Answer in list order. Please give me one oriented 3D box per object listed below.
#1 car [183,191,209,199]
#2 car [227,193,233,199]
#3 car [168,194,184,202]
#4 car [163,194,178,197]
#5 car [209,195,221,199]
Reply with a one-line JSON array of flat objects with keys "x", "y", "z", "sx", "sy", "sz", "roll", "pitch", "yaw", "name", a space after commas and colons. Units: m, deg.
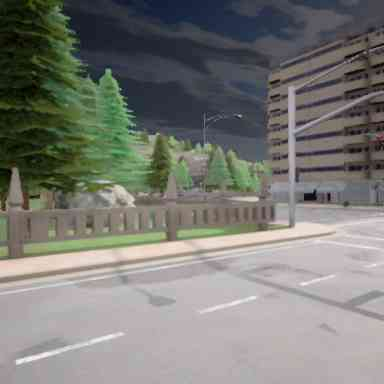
[{"x": 0.164, "y": 0.945, "z": 46.388, "sx": 2.150, "sy": 2.045, "sz": 5.566, "roll": -1, "pitch": 1, "yaw": -13, "name": "car"}, {"x": 7.657, "y": 1.067, "z": 74.613, "sx": 2.128, "sy": 1.511, "sz": 4.902, "roll": 0, "pitch": 0, "yaw": 32, "name": "car"}, {"x": -3.172, "y": 1.145, "z": 66.559, "sx": 1.882, "sy": 1.535, "sz": 5.008, "roll": 0, "pitch": 0, "yaw": 14, "name": "car"}, {"x": -3.444, "y": 1.271, "z": 47.207, "sx": 1.812, "sy": 1.442, "sz": 4.674, "roll": -1, "pitch": 0, "yaw": -11, "name": "car"}, {"x": 3.982, "y": 1.176, "z": 64.873, "sx": 1.994, "sy": 1.385, "sz": 4.181, "roll": 0, "pitch": 0, "yaw": 14, "name": "car"}]
